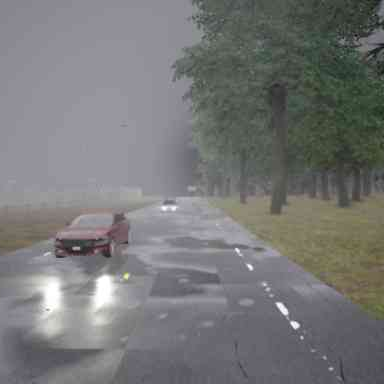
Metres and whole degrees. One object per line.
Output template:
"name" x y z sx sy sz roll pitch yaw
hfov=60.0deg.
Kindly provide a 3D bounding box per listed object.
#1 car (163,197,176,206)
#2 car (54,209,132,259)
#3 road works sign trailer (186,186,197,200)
"car" -3.568 1.493 53.638 1.895 1.301 4.718 0 0 0
"car" -3.599 1.482 12.871 1.882 1.535 5.008 0 0 0
"road works sign trailer" -0.004 0.229 84.067 2.380 3.560 2.880 0 0 1
